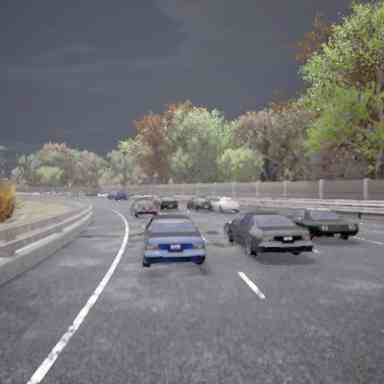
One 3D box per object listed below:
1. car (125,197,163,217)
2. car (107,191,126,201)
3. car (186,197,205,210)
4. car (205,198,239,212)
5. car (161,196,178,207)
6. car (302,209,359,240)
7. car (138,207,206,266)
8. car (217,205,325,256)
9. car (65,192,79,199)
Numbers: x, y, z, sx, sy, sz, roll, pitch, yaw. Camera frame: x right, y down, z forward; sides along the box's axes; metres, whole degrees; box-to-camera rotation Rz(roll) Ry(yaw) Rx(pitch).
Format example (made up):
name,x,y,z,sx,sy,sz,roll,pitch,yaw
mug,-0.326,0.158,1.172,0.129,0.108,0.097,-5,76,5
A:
name,x,y,z,sx,sy,sz,roll,pitch,yaw
car,-4.276,1.347,28.778,2.033,1.411,5.357,0,0,-16
car,-14.898,0.775,65.774,2.150,2.045,5.566,0,0,-36
car,0.766,1.274,34.825,1.812,1.442,4.674,0,1,-16
car,3.163,1.276,33.050,1.812,1.442,4.674,0,0,-17
car,-2.934,1.223,35.799,1.882,1.535,5.008,0,0,-19
car,5.670,1.474,15.876,1.895,1.301,4.718,0,0,-8
car,-0.720,1.467,11.251,2.033,1.411,5.357,0,0,-7
car,2.619,1.445,12.678,2.033,1.411,5.357,-1,1,-7
car,-30.771,0.802,85.229,2.097,1.767,4.553,0,1,-40
